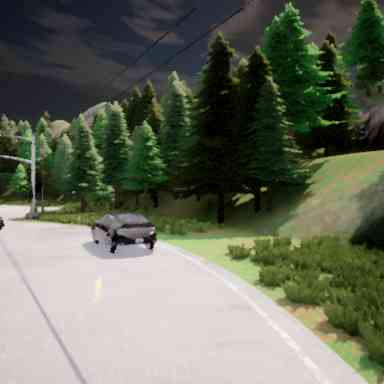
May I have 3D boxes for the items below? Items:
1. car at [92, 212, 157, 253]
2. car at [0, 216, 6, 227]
[{"bbox_3d":[-3.106,1.636,14.623,2.128,1.511,4.902,0,-1,-28],"label":"car"},{"bbox_3d":[-14.203,1.796,21.961,4.181,1.385,1.994,0,-1,32],"label":"car"}]
